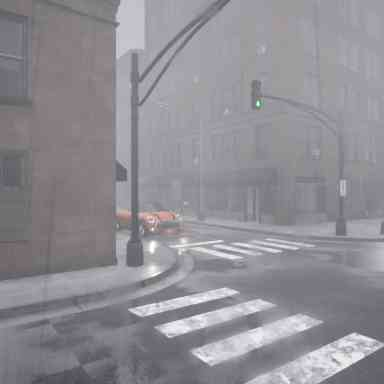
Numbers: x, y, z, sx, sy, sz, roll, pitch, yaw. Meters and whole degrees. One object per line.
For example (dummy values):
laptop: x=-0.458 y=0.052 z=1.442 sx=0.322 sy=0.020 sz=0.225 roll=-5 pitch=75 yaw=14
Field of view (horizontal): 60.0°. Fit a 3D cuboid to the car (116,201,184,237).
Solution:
car: x=-2.362 y=1.263 z=17.521 sx=2.097 sy=1.767 sz=4.553 roll=0 pitch=0 yaw=-35
